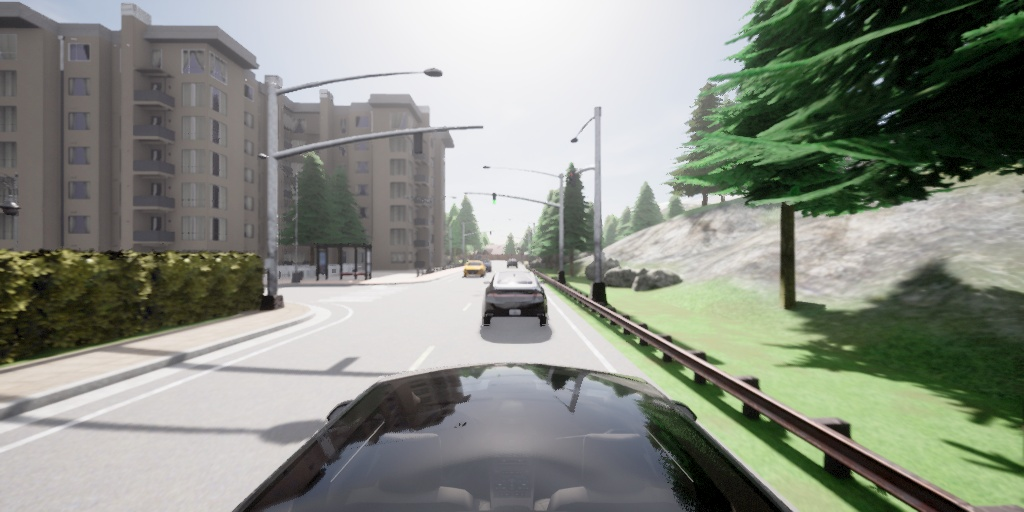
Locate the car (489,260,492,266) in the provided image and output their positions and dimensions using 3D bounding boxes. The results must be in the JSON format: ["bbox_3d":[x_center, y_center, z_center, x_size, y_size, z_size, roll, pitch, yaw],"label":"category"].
[{"bbox_3d":[-3.628,1.110,45.036,2.097,1.767,4.553,0,0,0],"label":"car"}]

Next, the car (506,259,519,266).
[{"bbox_3d":[0.049,1.266,60.315,1.837,1.490,4.892,0,0,-1],"label":"car"}]

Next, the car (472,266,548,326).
[{"bbox_3d":[0.085,1.243,11.687,2.128,1.511,4.902,0,0,0],"label":"car"}]

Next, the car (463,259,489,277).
[{"bbox_3d":[-3.631,1.234,35.425,1.882,1.535,5.008,0,0,0],"label":"car"}]
